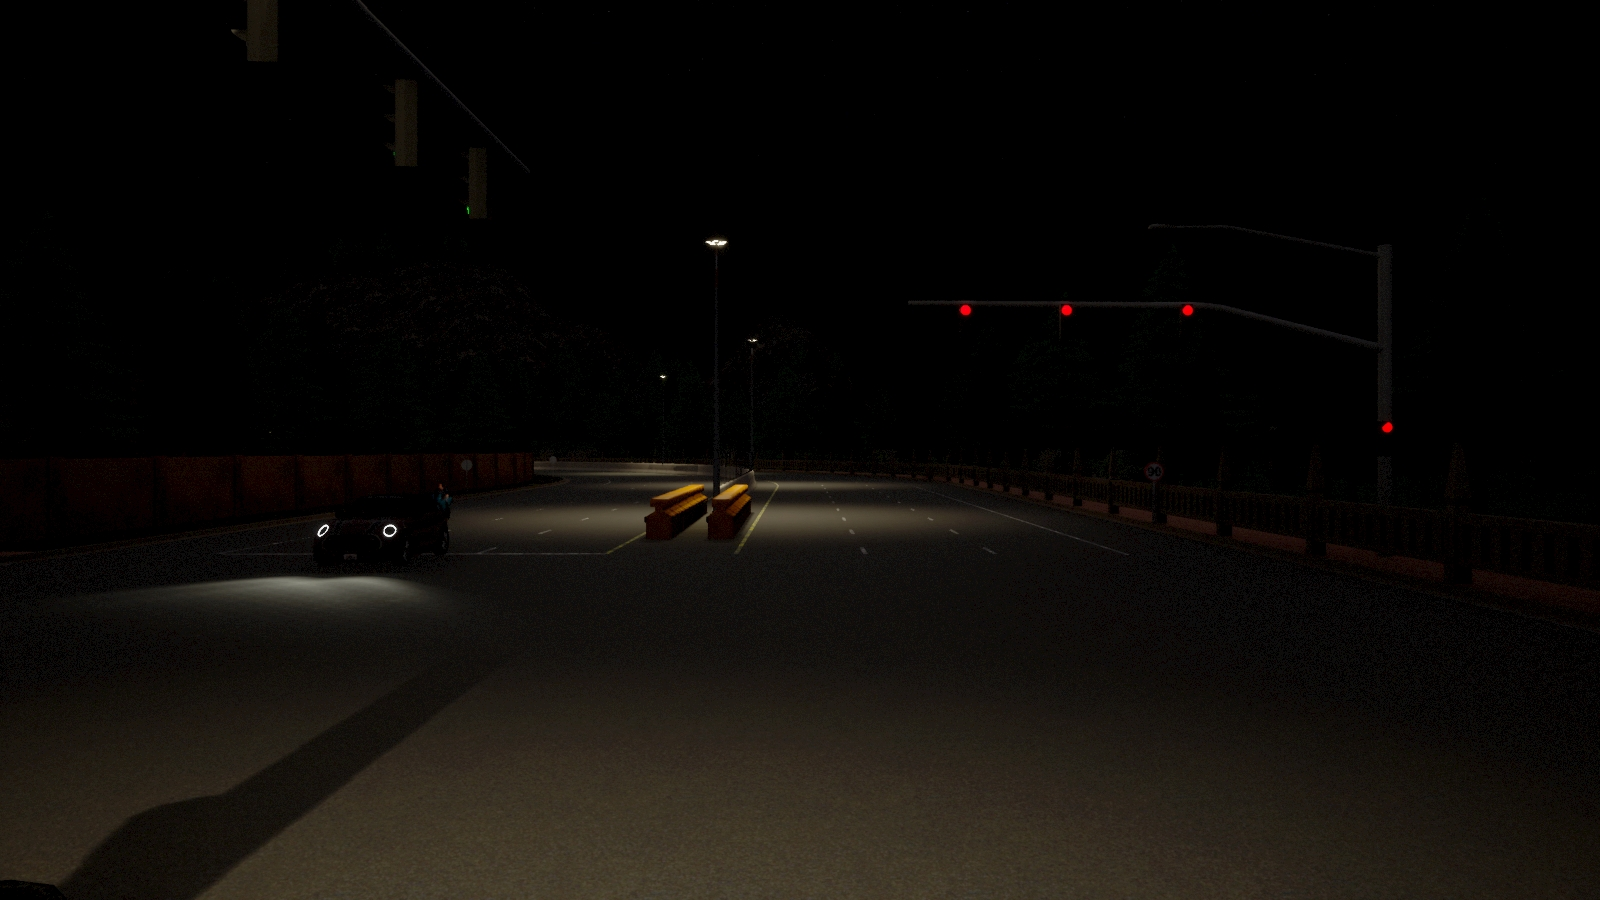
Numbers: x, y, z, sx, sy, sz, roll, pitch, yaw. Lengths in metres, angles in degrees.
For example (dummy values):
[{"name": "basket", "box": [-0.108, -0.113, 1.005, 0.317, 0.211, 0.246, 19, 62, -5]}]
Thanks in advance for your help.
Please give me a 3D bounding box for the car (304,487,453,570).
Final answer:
[{"name": "car", "box": [-10.504, 1.906, 28.861, 2.097, 1.767, 4.553, 0, 0, 0]}]
